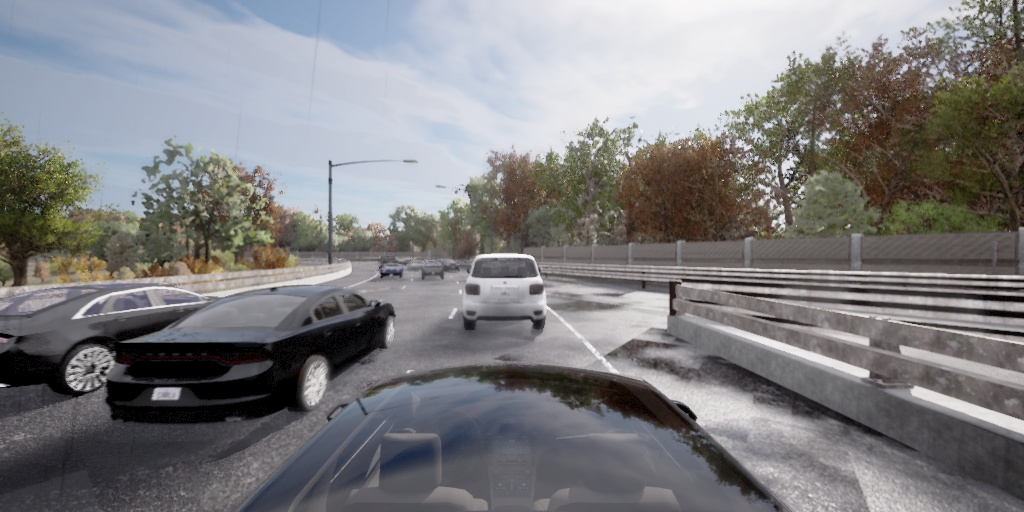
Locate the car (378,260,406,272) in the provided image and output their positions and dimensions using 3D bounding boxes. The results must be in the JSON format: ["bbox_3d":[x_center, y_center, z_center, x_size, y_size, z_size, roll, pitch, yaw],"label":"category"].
[{"bbox_3d":[-11.051,1.325,33.155,1.895,1.301,4.718,0,0,-16],"label":"car"}]

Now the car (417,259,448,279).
[{"bbox_3d":[-7.149,1.216,32.052,2.128,1.511,4.902,0,0,-14],"label":"car"}]

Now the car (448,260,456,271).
[{"bbox_3d":[-8.064,1.240,45.962,1.812,1.442,4.674,0,0,-22],"label":"car"}]

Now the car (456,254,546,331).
[{"bbox_3d":[-0.246,0.964,11.157,2.150,2.045,5.566,0,0,-2],"label":"car"}]

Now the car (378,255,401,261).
[{"bbox_3d":[-17.406,0.933,50.073,2.150,2.045,5.566,0,0,-25],"label":"car"}]

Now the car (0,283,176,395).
[{"bbox_3d":[-7.027,1.237,6.550,2.128,1.511,4.902,0,0,-2],"label":"car"}]

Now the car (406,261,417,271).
[{"bbox_3d":[-13.140,1.312,49.181,1.895,1.301,4.718,0,0,-24],"label":"car"}]

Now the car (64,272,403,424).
[{"bbox_3d":[-3.498,1.224,6.057,1.882,1.535,5.008,0,0,-1],"label":"car"}]
